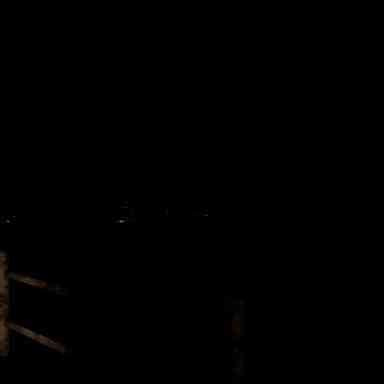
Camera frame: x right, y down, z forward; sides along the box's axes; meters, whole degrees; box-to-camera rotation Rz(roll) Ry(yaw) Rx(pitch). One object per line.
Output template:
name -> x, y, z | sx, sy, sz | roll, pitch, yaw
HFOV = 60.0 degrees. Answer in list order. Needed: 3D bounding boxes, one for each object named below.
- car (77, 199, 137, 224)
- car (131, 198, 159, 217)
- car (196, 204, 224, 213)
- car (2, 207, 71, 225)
car -> -7.171, 1.659, 27.729 | 2.097, 1.767, 4.553 | -1, -1, 36
car -> -5.823, 1.662, 34.563 | 2.150, 2.045, 5.566 | -1, -2, 36
car -> 2.489, 2.276, 45.897 | 1.895, 1.301, 4.718 | -1, -1, 36
car -> -12.071, 1.861, 26.009 | 1.895, 1.301, 4.718 | -1, -1, 36
